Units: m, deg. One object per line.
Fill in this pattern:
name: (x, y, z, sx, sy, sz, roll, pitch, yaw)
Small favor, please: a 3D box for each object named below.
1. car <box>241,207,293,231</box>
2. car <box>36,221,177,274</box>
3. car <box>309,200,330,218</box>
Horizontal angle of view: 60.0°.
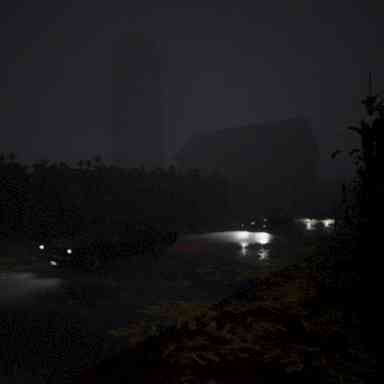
car: (4.796, 1.658, 21.113, 1.994, 1.385, 4.181, -1, -1, 38)
car: (-2.669, 1.713, 11.322, 1.895, 1.301, 4.718, -1, 0, 37)
car: (12.597, 1.537, 31.304, 1.882, 1.535, 5.008, -1, -1, 38)
